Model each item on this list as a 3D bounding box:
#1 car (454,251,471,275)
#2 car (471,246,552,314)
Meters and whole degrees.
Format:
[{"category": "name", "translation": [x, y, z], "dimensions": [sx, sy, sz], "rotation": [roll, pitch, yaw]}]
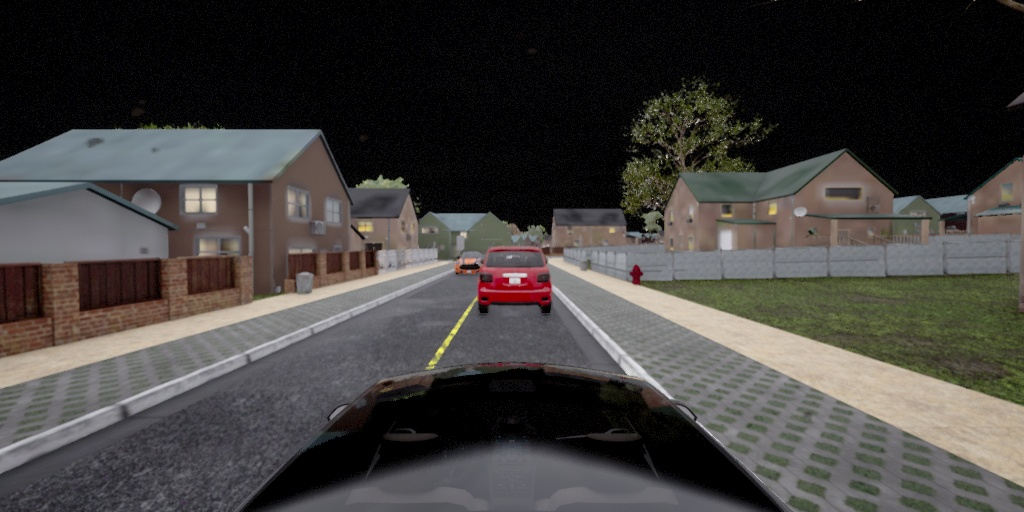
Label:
[{"category": "car", "translation": [-2.843, 0.396, 25.962], "dimensions": [2.097, 1.767, 4.553], "rotation": [0, 2, 0]}, {"category": "car", "translation": [0.087, 0.664, 12.213], "dimensions": [2.150, 2.045, 5.566], "rotation": [0, 2, 0]}]
